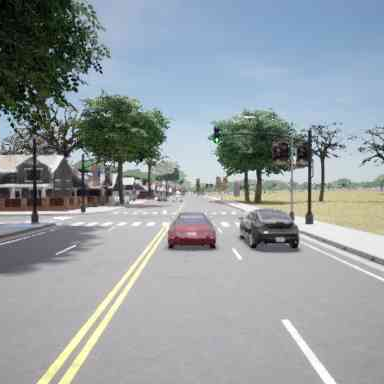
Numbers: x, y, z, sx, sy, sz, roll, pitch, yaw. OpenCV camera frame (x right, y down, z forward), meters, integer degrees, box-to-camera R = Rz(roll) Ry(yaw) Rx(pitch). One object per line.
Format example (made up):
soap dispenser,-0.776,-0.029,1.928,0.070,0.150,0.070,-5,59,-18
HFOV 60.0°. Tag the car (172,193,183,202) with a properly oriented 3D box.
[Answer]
car,-3.250,1.180,73.494,2.150,2.045,5.566,0,0,0

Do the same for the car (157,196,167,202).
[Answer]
car,-6.500,1.508,73.524,1.994,1.385,4.181,0,0,0

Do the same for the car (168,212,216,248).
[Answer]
car,0.000,1.564,14.652,1.994,1.385,4.181,0,0,0

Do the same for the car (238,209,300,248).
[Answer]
car,3.250,1.508,14.652,1.837,1.490,4.892,0,0,0
